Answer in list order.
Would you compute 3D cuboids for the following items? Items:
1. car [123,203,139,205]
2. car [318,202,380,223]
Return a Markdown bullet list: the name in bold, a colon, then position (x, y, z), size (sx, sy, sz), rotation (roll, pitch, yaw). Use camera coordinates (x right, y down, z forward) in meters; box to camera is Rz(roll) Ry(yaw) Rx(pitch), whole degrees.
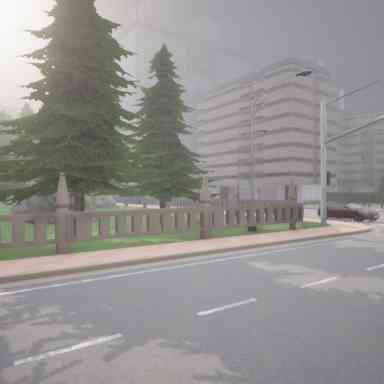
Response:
- **car**: position (-10.740, 1.598, 58.705), size (1.895, 1.301, 4.718), rotation (0, 0, -35)
- **car**: position (11.997, 1.520, 25.799), size (1.812, 1.442, 4.674), rotation (0, 0, -30)
